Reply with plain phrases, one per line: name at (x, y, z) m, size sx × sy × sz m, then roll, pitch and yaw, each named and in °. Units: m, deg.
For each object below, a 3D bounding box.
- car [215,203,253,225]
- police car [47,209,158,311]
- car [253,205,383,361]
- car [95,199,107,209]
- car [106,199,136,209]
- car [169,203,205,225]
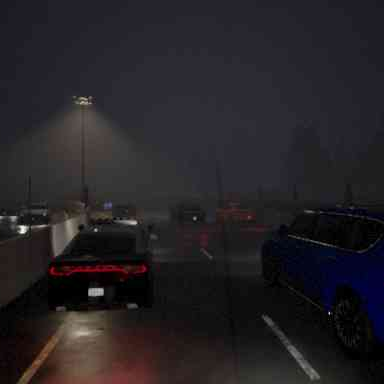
car at (3.201, 1.544, 24.611) m, size 1.882 × 1.535 × 5.008 m, roll 0°, pitch 0°, yaw -14°
police car at (-1.876, 1.443, 8.026) m, size 1.930 × 1.638 × 5.238 m, roll 0°, pitch 0°, yaw -7°
car at (3.039, 1.241, 6.177) m, size 2.150 × 2.045 × 5.566 m, roll 0°, pitch 0°, yaw -5°
car at (-11.004, 1.640, 42.375) m, size 2.033 × 1.411 × 5.357 m, roll 0°, pitch 0°, yaw -27°
car at (-6.803, 1.565, 32.862) m, size 2.128 × 1.511 × 4.902 m, roll 0°, pitch 0°, yaw -21°
car at (-0.446, 1.553, 24.703) m, size 2.128 × 1.511 × 4.902 m, roll 0°, pitch 0°, yaw -15°
